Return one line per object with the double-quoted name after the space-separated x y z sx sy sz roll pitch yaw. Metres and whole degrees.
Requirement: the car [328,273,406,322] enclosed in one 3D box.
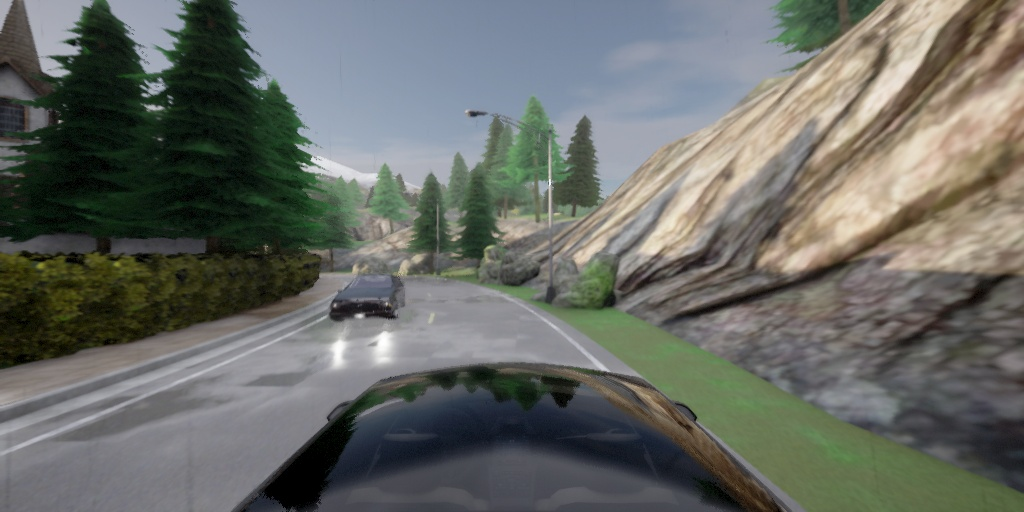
-4.848 1.330 12.798 2.033 1.411 5.357 0 0 -12 "car"
